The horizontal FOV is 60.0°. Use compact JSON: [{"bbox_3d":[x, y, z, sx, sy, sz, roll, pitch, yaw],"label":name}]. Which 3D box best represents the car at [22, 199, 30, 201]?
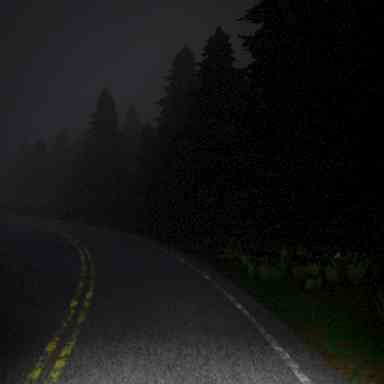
[{"bbox_3d":[-33.724,2.232,67.170,2.033,1.411,5.357,-2,-7,17],"label":"car"}]
